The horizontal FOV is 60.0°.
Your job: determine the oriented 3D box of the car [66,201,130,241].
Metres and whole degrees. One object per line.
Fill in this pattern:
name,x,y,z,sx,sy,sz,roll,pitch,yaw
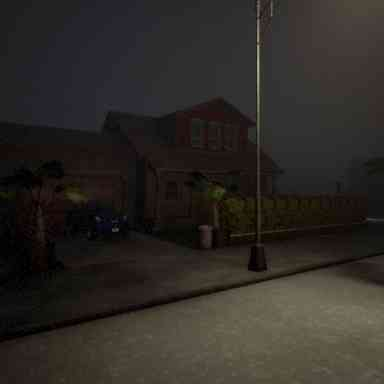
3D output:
car,-4.134,1.174,14.517,1.845,1.501,3.633,0,0,-38
